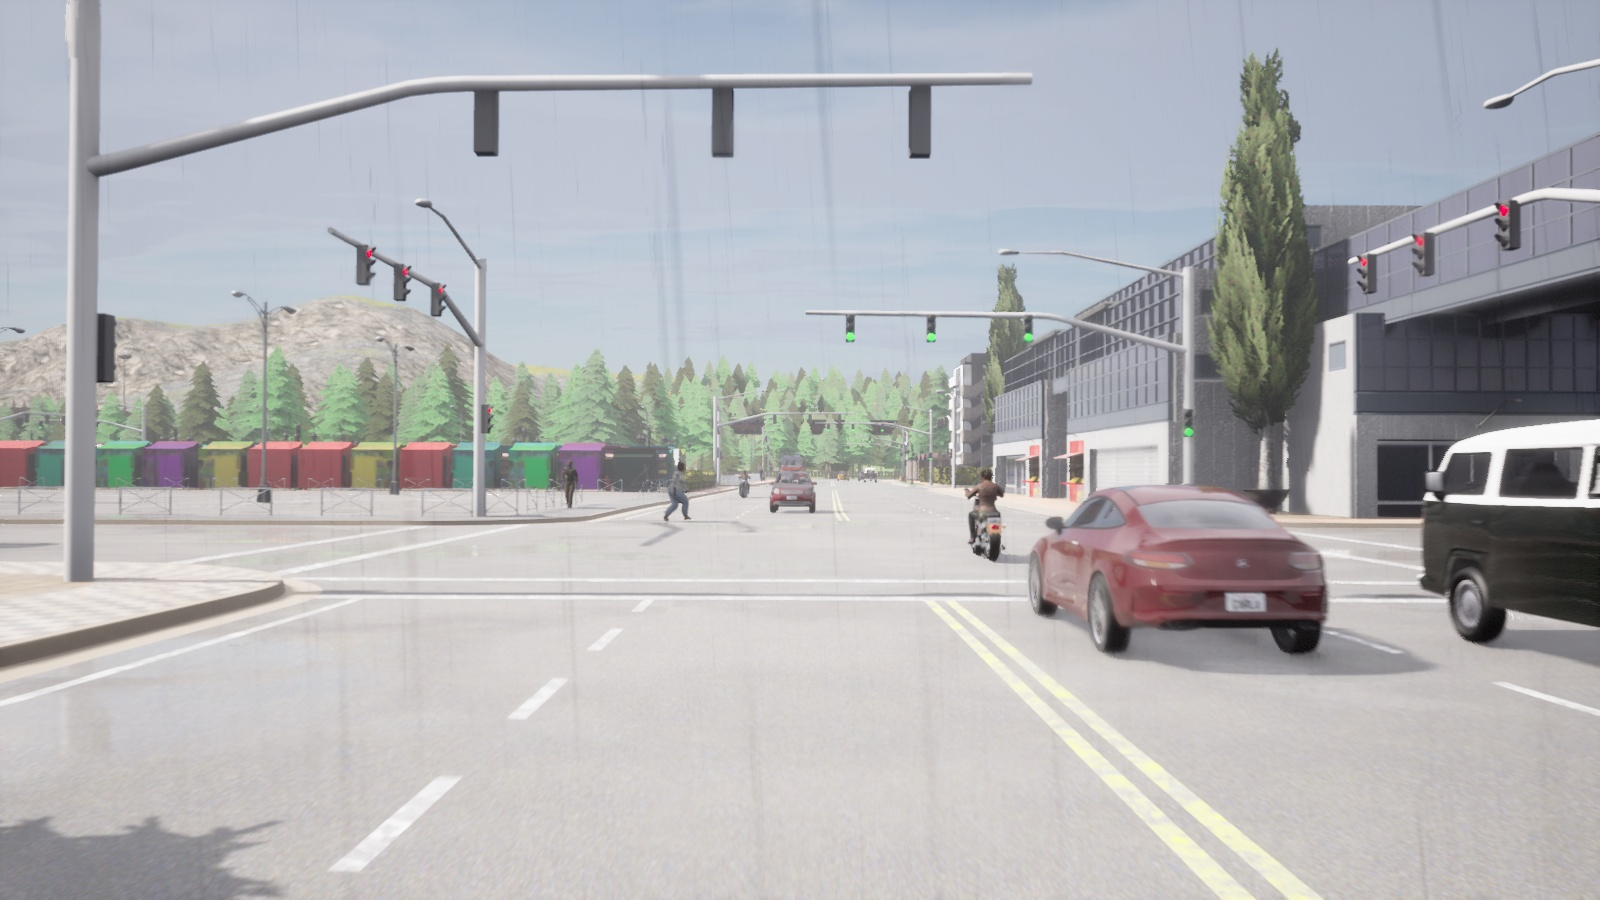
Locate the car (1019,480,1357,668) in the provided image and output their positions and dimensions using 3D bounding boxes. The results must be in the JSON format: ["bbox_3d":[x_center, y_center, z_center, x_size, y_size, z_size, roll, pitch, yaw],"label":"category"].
[{"bbox_3d":[3.460,1.031,12.226,1.812,1.442,4.674,0,-1,0],"label":"car"}]

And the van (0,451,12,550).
[{"bbox_3d":[-18.734,1.035,25.221,4.480,2.038,2.069,0,-1,0],"label":"van"}]

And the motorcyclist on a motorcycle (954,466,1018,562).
[{"bbox_3d":[3.350,1.134,22.840,0.766,1.649,2.350,0,-1,-1],"label":"motorcyclist on a motorcycle"}]

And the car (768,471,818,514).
[{"bbox_3d":[-0.237,1.598,48.012,1.789,1.549,3.705,0,-1,1],"label":"car"}]

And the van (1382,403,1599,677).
[{"bbox_3d":[6.968,0.686,10.518,2.069,2.038,4.480,0,-1,0],"label":"van"}]

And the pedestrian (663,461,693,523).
[{"bbox_3d":[-3.679,1.255,37.976,0.900,1.855,0.874,0,-1,-4],"label":"pedestrian"}]

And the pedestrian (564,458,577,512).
[{"bbox_3d":[-8.401,1.276,45.933,0.395,1.930,0.692,0,-1,-5],"label":"pedestrian"}]
